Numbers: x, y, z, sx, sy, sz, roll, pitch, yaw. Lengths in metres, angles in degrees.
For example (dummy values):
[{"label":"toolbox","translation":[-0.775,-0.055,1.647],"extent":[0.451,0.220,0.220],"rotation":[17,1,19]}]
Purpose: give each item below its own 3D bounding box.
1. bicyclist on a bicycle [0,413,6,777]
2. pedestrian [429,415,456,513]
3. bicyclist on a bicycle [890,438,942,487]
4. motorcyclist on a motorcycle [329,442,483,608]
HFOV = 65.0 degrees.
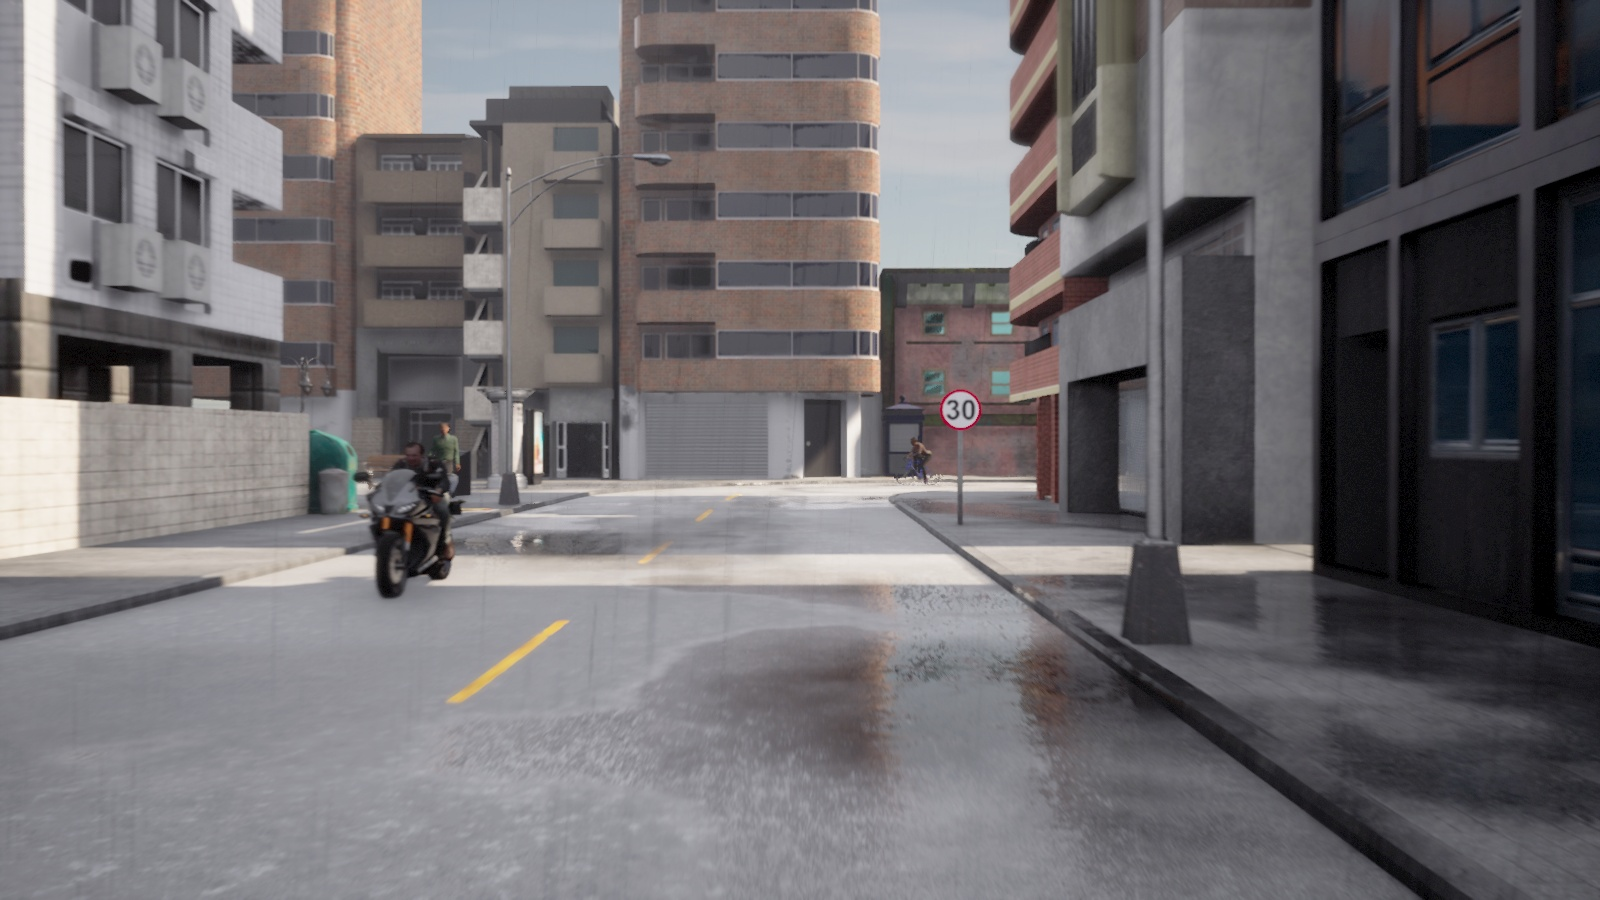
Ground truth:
[{"label":"bicyclist on a bicycle","translation":[-3.967,0.646,4.834],"extent":[0.866,1.612,1.509],"rotation":[0,0,0]},{"label":"pedestrian","translation":[-7.197,0.274,25.314],"extent":[0.423,1.949,0.788],"rotation":[0,0,-9]},{"label":"bicyclist on a bicycle","translation":[3.875,0.413,41.959],"extent":[1.656,1.620,0.582],"rotation":[0,2,-22]},{"label":"motorcyclist on a motorcycle","translation":[-3.915,0.690,12.695],"extent":[0.866,1.530,2.191],"rotation":[0,0,0]}]
